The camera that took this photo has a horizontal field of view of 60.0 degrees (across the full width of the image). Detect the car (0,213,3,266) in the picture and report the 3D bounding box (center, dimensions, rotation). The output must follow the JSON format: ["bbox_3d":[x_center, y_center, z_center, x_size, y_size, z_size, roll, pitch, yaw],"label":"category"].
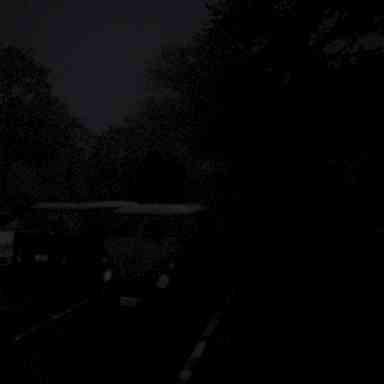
[{"bbox_3d":[-5.215,1.517,11.155,2.002,1.452,4.674,1,-1,15],"label":"car"}]

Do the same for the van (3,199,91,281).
[{"bbox_3d":[-2.796,1.255,9.559,1.878,1.987,4.442,0,-1,16],"label":"van"}]

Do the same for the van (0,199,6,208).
[{"bbox_3d":[-10.039,1.252,14.461,1.878,1.987,4.442,1,-1,15],"label":"van"}]

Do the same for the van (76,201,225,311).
[{"bbox_3d":[-0.452,1.254,7.621,1.878,1.987,4.442,1,-1,16],"label":"van"}]

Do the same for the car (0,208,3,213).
[{"bbox_3d":[-7.615,1.518,12.863,2.002,1.452,4.674,1,-1,16],"label":"car"}]
